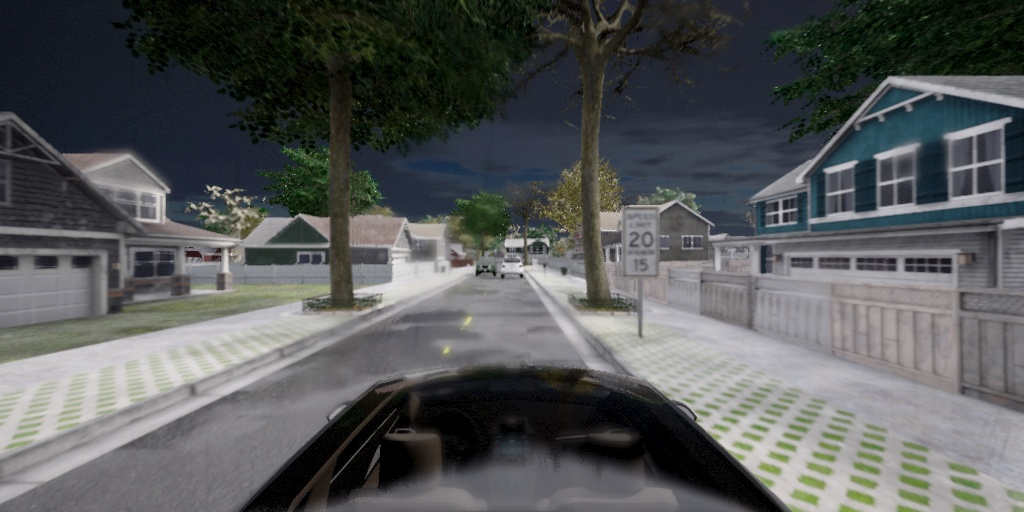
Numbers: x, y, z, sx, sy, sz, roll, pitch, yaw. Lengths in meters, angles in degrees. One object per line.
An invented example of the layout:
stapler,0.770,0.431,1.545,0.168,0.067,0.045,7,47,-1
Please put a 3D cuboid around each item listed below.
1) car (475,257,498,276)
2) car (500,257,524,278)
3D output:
car,-2.738,1.091,39.369,2.150,2.045,5.566,0,0,0
car,0.010,1.078,35.259,2.150,2.045,5.566,0,0,0
